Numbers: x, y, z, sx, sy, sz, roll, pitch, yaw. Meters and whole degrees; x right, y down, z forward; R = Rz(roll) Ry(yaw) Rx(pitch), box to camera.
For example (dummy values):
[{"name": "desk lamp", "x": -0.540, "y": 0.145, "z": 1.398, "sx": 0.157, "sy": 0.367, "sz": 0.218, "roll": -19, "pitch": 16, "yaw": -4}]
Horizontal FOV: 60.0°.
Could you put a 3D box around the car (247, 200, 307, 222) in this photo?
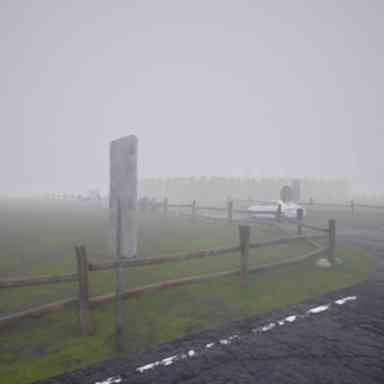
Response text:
[{"name": "car", "x": 6.071, "y": 1.296, "z": 24.159, "sx": 1.812, "sy": 1.442, "sz": 4.674, "roll": 1, "pitch": 0, "yaw": -35}]

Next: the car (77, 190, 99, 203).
[{"name": "car", "x": -16.164, "y": 0.896, "z": 50.909, "sx": 1.812, "sy": 1.442, "sz": 4.674, "roll": 1, "pitch": 0, "yaw": -35}]

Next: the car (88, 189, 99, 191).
[{"name": "car", "x": -17.581, "y": 0.547, "z": 57.703, "sx": 2.150, "sy": 2.045, "sz": 5.566, "roll": 1, "pitch": 0, "yaw": -35}]

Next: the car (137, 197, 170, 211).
[{"name": "car", "x": -4.085, "y": 1.199, "z": 33.615, "sx": 1.895, "sy": 1.301, "sz": 4.718, "roll": 1, "pitch": 0, "yaw": -35}]

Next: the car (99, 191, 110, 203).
[{"name": "car", "x": -11.792, "y": 0.940, "z": 49.585, "sx": 1.837, "sy": 1.490, "sz": 4.892, "roll": 1, "pitch": 0, "yaw": -35}]
